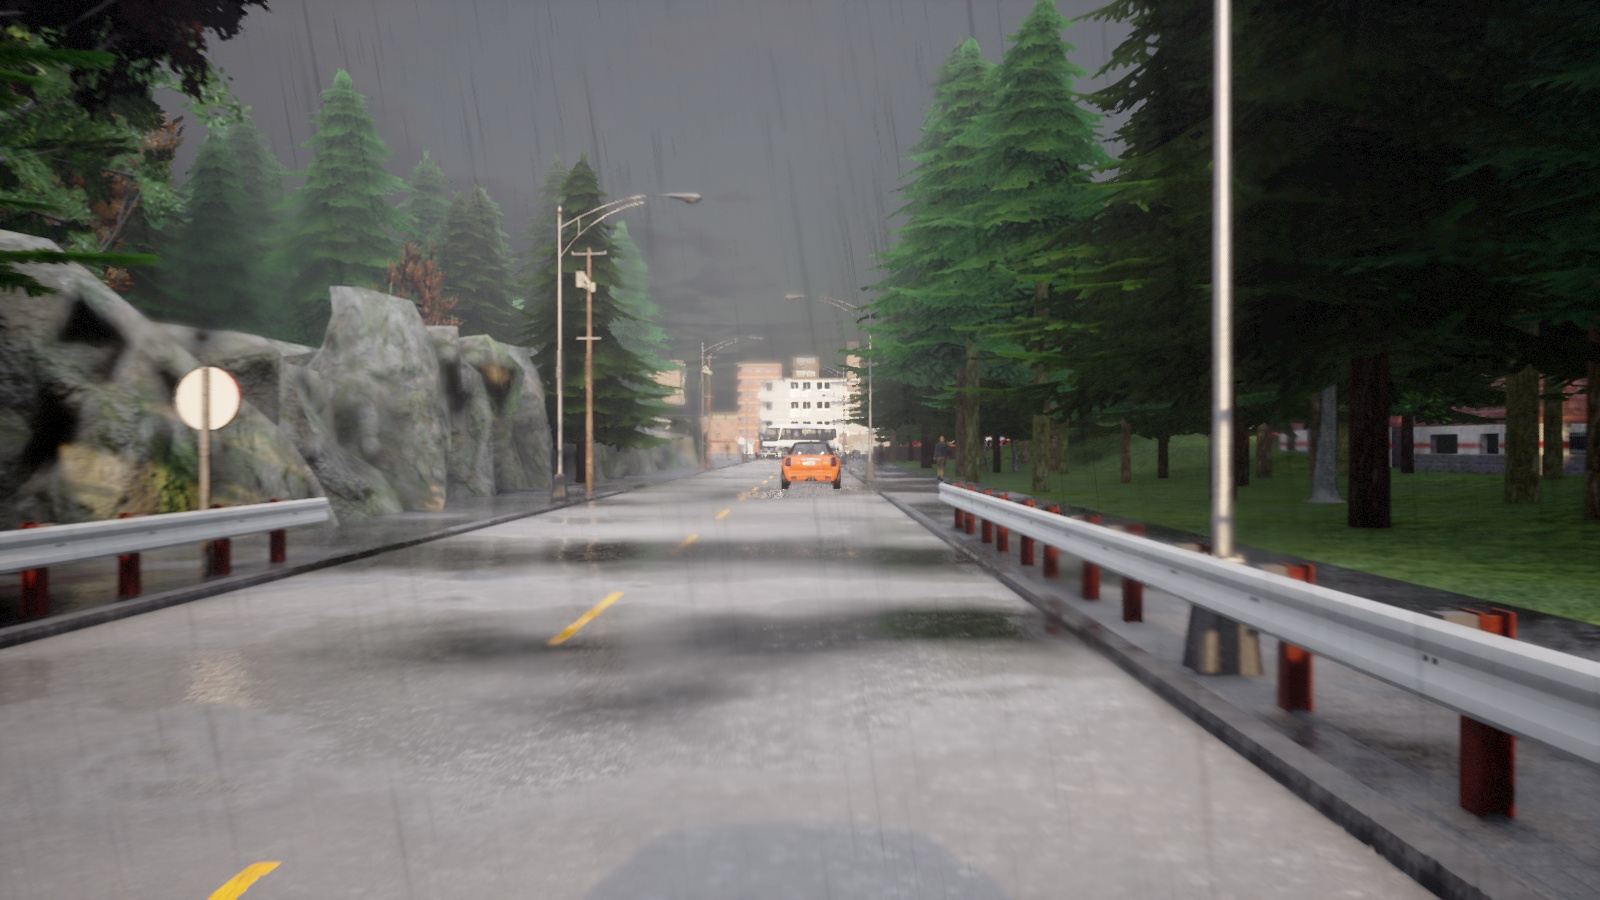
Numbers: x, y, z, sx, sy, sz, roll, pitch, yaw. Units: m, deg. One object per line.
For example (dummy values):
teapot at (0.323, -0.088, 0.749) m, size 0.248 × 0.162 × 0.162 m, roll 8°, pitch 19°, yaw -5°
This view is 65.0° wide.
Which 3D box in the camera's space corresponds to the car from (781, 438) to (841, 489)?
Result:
car at (0.405, 0.470, 45.765) m, size 2.097 × 1.767 × 4.553 m, roll 0°, pitch 0°, yaw 1°

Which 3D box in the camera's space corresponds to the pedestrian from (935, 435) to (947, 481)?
pedestrian at (5.652, 0.312, 50.229) m, size 0.402 × 1.842 × 0.726 m, roll 0°, pitch 0°, yaw 1°
